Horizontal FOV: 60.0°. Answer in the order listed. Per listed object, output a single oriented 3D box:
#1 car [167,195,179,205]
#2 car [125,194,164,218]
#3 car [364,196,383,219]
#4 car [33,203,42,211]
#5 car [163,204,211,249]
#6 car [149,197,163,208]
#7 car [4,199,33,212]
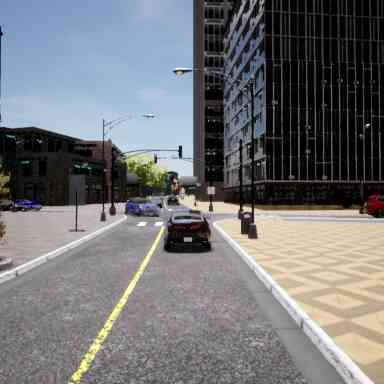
[{"bbox_3d":[-3.580,1.372,61.480,2.097,1.767,4.553,0,0,-5],"label":"car"},{"bbox_3d":[-4.577,1.347,30.734,2.097,1.767,4.553,0,0,-29],"label":"car"},{"bbox_3d":[15.779,1.188,25.178,5.009,1.841,2.192,0,-1,18],"label":"car"},{"bbox_3d":[-20.104,1.570,39.570,4.674,1.442,1.812,0,-1,18],"label":"car"},{"bbox_3d":[-0.217,1.510,14.679,1.837,1.490,4.892,0,0,-2],"label":"car"},{"bbox_3d":[-5.395,1.560,50.130,2.033,1.411,5.357,0,0,-6],"label":"car"},{"bbox_3d":[-20.534,1.568,37.114,4.313,1.339,1.947,0,-1,18],"label":"car"}]
